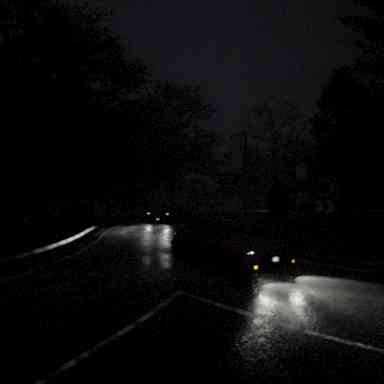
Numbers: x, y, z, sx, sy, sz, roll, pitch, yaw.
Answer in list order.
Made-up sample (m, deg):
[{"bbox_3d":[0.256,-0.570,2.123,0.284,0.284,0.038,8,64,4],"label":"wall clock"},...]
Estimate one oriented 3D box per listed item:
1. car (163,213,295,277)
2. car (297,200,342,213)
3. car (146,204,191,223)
[{"bbox_3d":[1.088,1.570,10.366,1.994,1.385,4.181,0,0,-34],"label":"car"},{"bbox_3d":[14.161,1.481,36.659,5.008,1.535,1.882,-1,-1,2],"label":"car"},{"bbox_3d":[-1.656,1.585,25.024,1.895,1.301,4.718,0,0,19],"label":"car"}]
